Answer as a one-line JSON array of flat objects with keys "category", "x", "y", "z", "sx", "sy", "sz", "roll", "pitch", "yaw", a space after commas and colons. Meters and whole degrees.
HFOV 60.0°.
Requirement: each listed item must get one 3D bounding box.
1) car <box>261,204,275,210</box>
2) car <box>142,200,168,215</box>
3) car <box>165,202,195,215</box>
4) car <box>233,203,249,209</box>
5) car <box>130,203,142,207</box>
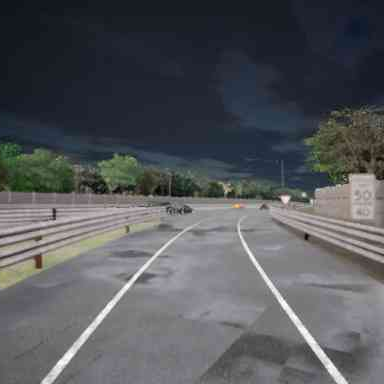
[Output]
[{"category": "car", "x": 18.599, "y": 3.713, "z": 83.142, "sx": 1.837, "sy": 1.490, "sz": 4.892, "roll": -1, "pitch": -2, "yaw": 29}, {"category": "car", "x": -4.425, "y": 2.262, "z": 48.720, "sx": 2.150, "sy": 2.045, "sz": 5.566, "roll": -1, "pitch": -2, "yaw": 29}, {"category": "car", "x": -1.384, "y": 2.511, "z": 46.983, "sx": 1.837, "sy": 1.490, "sz": 4.892, "roll": -1, "pitch": -2, "yaw": 29}, {"category": "car", "x": 12.458, "y": 3.637, "z": 86.504, "sx": 2.097, "sy": 1.767, "sz": 4.553, "roll": -1, "pitch": -2, "yaw": 29}, {"category": "car", "x": -7.533, "y": 2.426, "z": 50.333, "sx": 2.097, "sy": 1.767, "sz": 4.553, "roll": -1, "pitch": -2, "yaw": 29}]
